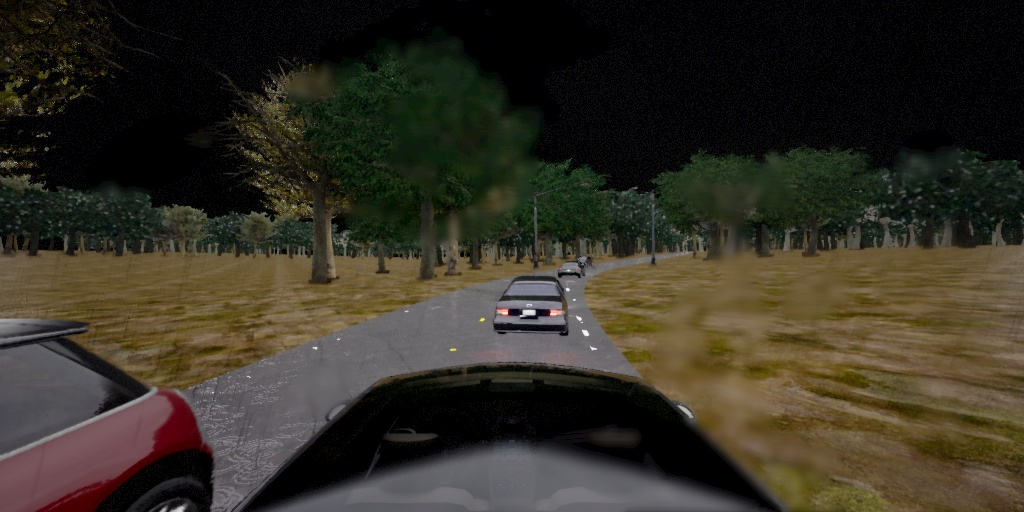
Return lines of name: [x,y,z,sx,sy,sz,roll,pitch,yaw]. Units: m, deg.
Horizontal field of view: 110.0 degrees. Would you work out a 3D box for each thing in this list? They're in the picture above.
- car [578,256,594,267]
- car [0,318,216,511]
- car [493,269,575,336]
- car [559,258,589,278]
car: [9.905,0.808,49.834,1.837,1.490,4.892,-1,1,29]
car: [-2.958,1.100,0.330,2.097,1.767,4.553,0,0,1]
car: [0.688,1.280,10.384,2.033,1.411,5.357,0,0,7]
car: [5.229,1.126,31.162,1.994,1.385,4.181,0,0,18]
